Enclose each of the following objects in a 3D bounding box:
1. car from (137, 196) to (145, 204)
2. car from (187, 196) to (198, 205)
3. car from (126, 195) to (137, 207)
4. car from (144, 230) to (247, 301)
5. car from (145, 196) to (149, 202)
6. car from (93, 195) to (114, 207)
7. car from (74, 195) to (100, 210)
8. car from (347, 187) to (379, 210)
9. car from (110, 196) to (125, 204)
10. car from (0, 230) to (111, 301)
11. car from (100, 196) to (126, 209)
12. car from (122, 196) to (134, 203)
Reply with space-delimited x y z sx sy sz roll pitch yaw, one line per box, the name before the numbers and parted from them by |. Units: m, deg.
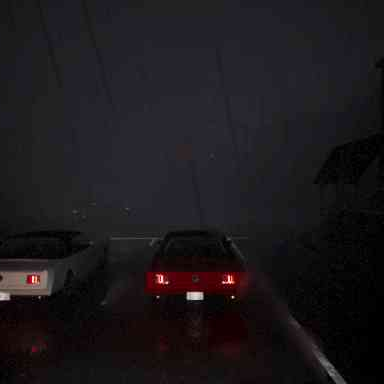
car | -10.589 1.564 62.580 1.994 1.385 4.181 0 0 1
car | 0.057 1.477 60.937 1.882 1.535 5.008 0 0 0
car | -10.626 1.352 52.650 2.097 1.767 4.553 0 0 0
car | 0.072 1.601 8.261 1.895 1.301 4.718 0 0 0
car | -10.548 1.536 72.973 2.033 1.411 5.357 0 0 0
car | -14.122 1.352 53.200 2.097 1.767 4.553 0 0 1
car | -14.128 1.491 44.147 2.128 1.511 4.902 0 0 0
car | 14.366 0.769 28.462 4.553 1.767 2.097 -15 0 -1
car | -14.092 1.564 63.081 1.994 1.385 4.181 0 0 0
car | -3.428 1.601 8.241 1.895 1.301 4.718 0 0 0
car | -10.625 1.526 44.926 1.812 1.442 4.674 0 0 0
car | -14.048 1.519 73.004 1.812 1.442 4.674 0 0 0
